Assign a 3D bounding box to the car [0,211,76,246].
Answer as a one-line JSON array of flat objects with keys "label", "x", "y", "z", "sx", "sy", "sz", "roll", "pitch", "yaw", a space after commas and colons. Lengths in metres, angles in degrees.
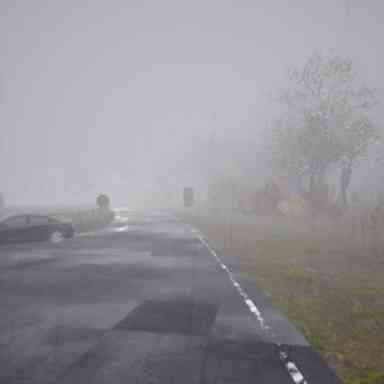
[{"label": "car", "x": -8.016, "y": 1.684, "z": 15.347, "sx": 5.008, "sy": 1.535, "sz": 1.882, "roll": 0, "pitch": 2, "yaw": -37}]
